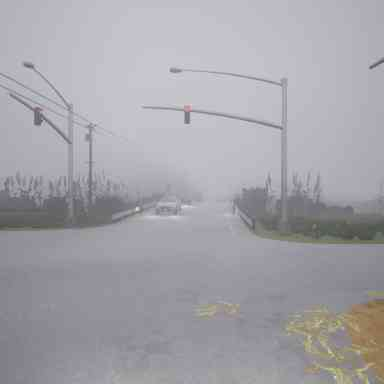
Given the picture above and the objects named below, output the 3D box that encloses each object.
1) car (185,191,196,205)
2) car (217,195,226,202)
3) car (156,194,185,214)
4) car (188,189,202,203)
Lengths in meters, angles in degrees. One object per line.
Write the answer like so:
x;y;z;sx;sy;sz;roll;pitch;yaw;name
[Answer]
-1.073;0.874;40.758;1.994;1.385;4.181;0;1;6;car
6.064;1.358;68.437;1.882;1.535;5.008;0;-1;6;car
-2.097;1.149;30.796;1.812;1.442;4.674;0;3;5;car
0.258;0.570;51.247;2.150;2.045;5.566;0;-1;8;car
